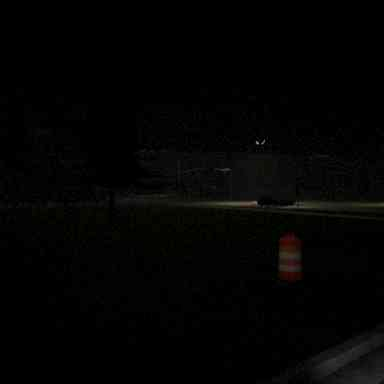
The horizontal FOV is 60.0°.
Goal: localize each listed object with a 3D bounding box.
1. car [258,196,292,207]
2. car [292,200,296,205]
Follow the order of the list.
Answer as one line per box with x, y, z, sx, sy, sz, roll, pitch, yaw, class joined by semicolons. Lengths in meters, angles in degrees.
12.331;1.429;51.245;1.882;1.535;5.008;0;0;-34;car
14.556;1.548;54.192;1.895;1.301;4.718;0;0;-34;car
